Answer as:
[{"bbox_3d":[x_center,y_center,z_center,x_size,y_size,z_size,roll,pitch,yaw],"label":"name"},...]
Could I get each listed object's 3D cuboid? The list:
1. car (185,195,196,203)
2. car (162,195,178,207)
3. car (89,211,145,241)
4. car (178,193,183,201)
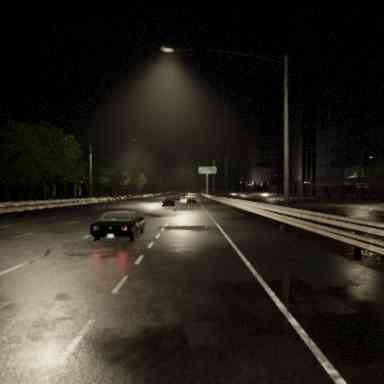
[{"bbox_3d":[-0.086,1.645,67.193,1.895,1.301,4.718,0,0,0],"label":"car"},{"bbox_3d":[-3.613,1.562,52.547,1.812,1.442,4.674,0,0,0],"label":"car"},{"bbox_3d":[-3.504,1.605,16.562,1.895,1.301,4.718,0,0,0],"label":"car"},{"bbox_3d":[-3.806,1.528,82.973,1.882,1.535,5.008,0,0,0],"label":"car"}]
